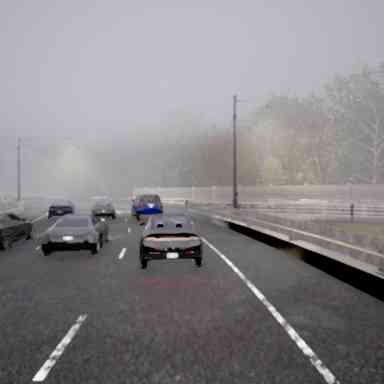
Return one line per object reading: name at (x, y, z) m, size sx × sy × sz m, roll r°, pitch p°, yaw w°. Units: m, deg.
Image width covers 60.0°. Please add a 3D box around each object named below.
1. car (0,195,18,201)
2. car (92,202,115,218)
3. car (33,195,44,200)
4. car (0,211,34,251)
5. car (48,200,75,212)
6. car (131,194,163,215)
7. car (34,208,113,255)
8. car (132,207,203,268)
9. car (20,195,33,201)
car at (-44.343, 1.439, 79.987) m, size 4.902 × 1.511 × 2.128 m, roll 0°, pitch 0°, yaw 39°
car at (-7.875, 1.559, 29.408) m, size 1.994 × 1.385 × 4.181 m, roll 0°, pitch 0°, yaw -16°
car at (-39.805, 1.417, 85.316) m, size 4.674 × 1.442 × 1.812 m, roll 0°, pitch 0°, yaw 39°
car at (-8.143, 1.537, 13.918) m, size 1.812 × 1.442 × 4.674 m, roll 0°, pitch 0°, yaw -8°
car at (-11.621, 1.484, 29.817) m, size 1.882 × 1.535 × 5.008 m, roll 0°, pitch 0°, yaw -16°
car at (-3.877, 1.205, 28.334) m, size 2.150 × 2.045 × 5.566 m, roll 0°, pitch 0°, yaw -15°
car at (-4.537, 1.564, 13.460) m, size 1.994 × 1.385 × 4.181 m, roll 0°, pitch 0°, yaw -7°
car at (-0.768, 1.484, 11.335) m, size 2.128 × 1.511 × 4.902 m, roll 0°, pitch 0°, yaw -6°
car at (-42.074, 1.427, 82.651) m, size 4.674 × 1.442 × 1.812 m, roll 0°, pitch 0°, yaw 39°
